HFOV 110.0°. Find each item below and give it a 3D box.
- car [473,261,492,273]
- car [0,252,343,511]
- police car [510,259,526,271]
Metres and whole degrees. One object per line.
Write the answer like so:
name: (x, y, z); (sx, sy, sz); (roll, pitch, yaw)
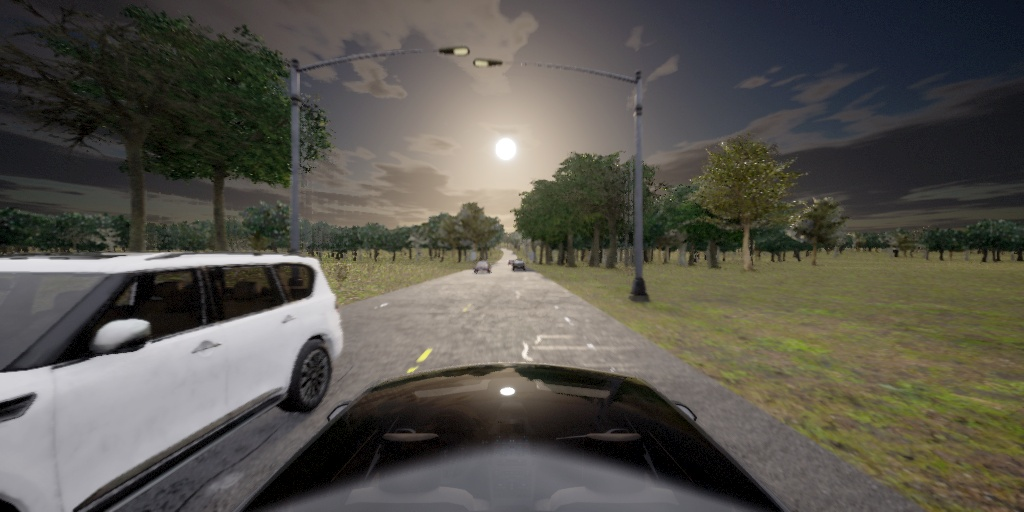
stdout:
car: (-3.580, 1.343, 44.030); (1.812, 1.442, 4.674); (0, 0, 0)
car: (-3.599, 0.972, 3.119); (2.150, 2.045, 5.566); (0, 0, 0)
police car: (1.030, 1.277, 52.778); (1.930, 1.638, 5.238); (0, 0, 0)
